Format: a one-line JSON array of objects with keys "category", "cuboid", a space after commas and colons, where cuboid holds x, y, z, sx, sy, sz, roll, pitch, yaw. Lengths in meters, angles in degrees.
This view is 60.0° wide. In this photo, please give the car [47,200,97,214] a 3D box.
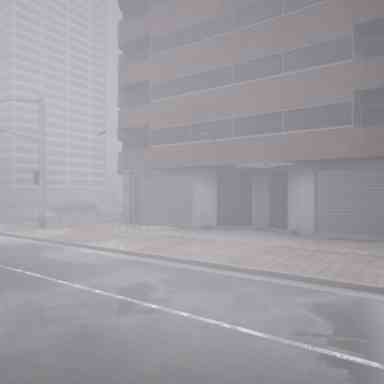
[{"category": "car", "cuboid": [-12.967, 1.547, 36.498, 2.033, 1.411, 5.357, 0, 0, 35]}]
